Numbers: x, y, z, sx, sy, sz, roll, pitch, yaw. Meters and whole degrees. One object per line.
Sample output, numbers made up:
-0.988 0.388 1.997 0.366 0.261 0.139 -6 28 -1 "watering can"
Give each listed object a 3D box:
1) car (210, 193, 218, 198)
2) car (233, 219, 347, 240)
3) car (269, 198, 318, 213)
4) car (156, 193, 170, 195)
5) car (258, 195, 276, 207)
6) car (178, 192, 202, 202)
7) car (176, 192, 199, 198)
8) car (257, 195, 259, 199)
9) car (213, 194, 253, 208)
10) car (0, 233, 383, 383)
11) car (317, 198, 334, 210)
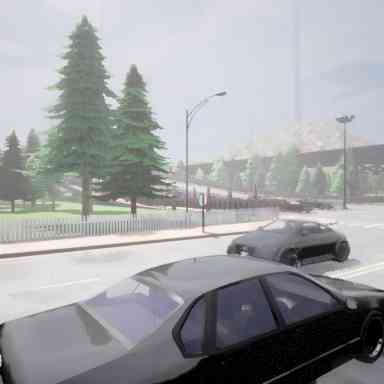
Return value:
5.524 1.335 49.762 2.128 1.511 4.902 0 2 -37 "car"
3.094 1.564 10.477 4.181 1.385 1.994 0 0 -35 "car"
10.990 1.600 36.709 1.895 1.301 4.718 0 0 -36 "car"
-6.612 0.284 60.093 1.837 1.490 4.892 0 6 -37 "car"
11.297 1.469 42.158 1.882 1.535 5.008 0 0 -37 "car"
-0.456 0.846 57.692 1.994 1.385 4.181 0 4 -37 "car"
-0.534 1.154 51.975 1.994 1.385 4.181 0 3 -37 "car"
10.094 1.282 49.529 2.097 1.767 4.553 0 1 -37 "car"
5.484 1.453 44.024 2.128 1.511 4.902 0 1 -37 "car"
0.533 1.547 4.125 5.357 1.411 2.033 0 0 -35 "car"
15.573 1.485 42.315 2.128 1.511 4.902 0 0 -37 "car"
